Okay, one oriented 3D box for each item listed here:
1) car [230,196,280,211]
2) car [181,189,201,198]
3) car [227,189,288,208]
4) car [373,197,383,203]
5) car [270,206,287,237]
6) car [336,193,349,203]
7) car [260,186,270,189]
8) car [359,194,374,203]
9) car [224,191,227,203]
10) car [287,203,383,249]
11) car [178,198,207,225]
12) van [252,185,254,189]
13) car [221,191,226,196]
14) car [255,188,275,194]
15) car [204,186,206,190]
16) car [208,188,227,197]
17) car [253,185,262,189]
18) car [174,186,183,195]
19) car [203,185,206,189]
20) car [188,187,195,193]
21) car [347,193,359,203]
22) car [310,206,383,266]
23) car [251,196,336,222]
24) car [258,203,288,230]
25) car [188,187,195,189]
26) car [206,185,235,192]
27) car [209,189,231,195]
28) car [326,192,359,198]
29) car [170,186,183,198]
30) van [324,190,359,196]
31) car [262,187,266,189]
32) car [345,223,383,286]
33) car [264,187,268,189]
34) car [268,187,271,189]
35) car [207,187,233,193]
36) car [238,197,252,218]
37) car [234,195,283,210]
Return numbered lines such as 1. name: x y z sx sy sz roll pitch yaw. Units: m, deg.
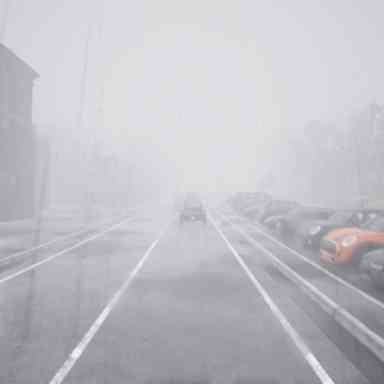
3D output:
1. car: 6.659 1.190 35.718 5.008 1.535 2.097 0 2 0
2. car: 0.013 0.975 42.960 2.150 2.045 5.566 0 1 0
3. car: 6.674 1.022 32.918 5.566 2.045 2.435 0 2 0
4. car: 19.891 1.340 30.102 5.366 1.575 1.946 0 2 0
5. car: 6.558 1.593 16.203 4.792 1.488 2.163 0 0 0
6. car: 19.768 1.127 38.601 4.674 1.452 2.002 0 2 0
7. car: 19.585 0.017 82.101 5.366 1.575 1.946 0 2 0
8. car: 19.911 1.265 32.897 5.366 1.575 1.946 0 2 0
9. car: 6.733 1.027 41.281 4.792 1.488 2.163 0 2 0
10. car: 6.541 1.455 13.414 4.553 1.767 2.185 0 0 0
11. car: 0.055 1.445 23.932 2.128 1.511 4.902 0 1 0
12. van: 19.956 -0.691 93.282 4.442 1.987 1.878 0 2 0
13. car: 6.693 0.926 44.063 4.792 1.488 2.163 0 2 0
14. car: 19.793 -0.312 90.402 4.792 1.488 2.163 0 2 0
15. car: 6.540 -0.222 87.746 5.366 1.575 1.946 0 3 0
16. car: 6.612 0.414 73.879 4.792 1.488 2.163 0 2 0
17. car: 19.833 -0.472 87.623 5.566 2.045 2.435 0 2 0
18. car: -3.422 -0.483 86.393 2.150 2.045 5.566 0 2 0
19. car: 6.575 -0.466 93.414 5.366 1.575 1.946 0 3 0
20. car: -0.170 -0.642 94.548 2.128 1.511 4.902 0 2 0
21. car: 19.773 1.214 35.690 4.792 1.488 2.163 0 2 0
22. car: 6.522 1.462 10.634 4.553 1.767 2.185 0 0 0
23. car: 6.537 1.379 21.776 4.553 1.767 2.185 0 1 0
24. car: 6.519 1.567 18.990 4.792 1.488 2.163 0 1 0
25. car: -0.172 -0.104 84.525 1.812 1.442 4.674 0 2 0
26. car: 6.703 -0.108 79.414 5.566 2.045 2.435 0 2 0
27. car: 6.877 0.019 82.197 5.366 1.575 1.946 0 2 0
28. car: 19.787 1.027 41.384 4.674 1.452 2.002 0 2 0
29. car: -3.403 0.144 70.572 2.150 2.045 5.566 0 2 0
30. van: 19.676 0.667 44.047 4.442 1.987 1.878 -1 2 0
31. car: 19.751 0.181 79.334 4.674 1.452 2.002 0 2 0
32. car: 6.474 1.626 7.847 4.674 1.452 2.002 0 0 0
33. car: 19.708 0.291 76.566 4.792 1.488 2.163 0 2 0
34. car: 19.752 0.251 73.916 4.553 1.767 2.185 0 2 0
35. car: 6.663 0.264 76.652 5.008 1.535 2.097 0 2 0
36. car: 6.578 1.441 27.359 4.792 1.488 2.163 0 1 0
37. car: 6.620 1.349 30.137 4.892 1.521 2.231 0 1 0
